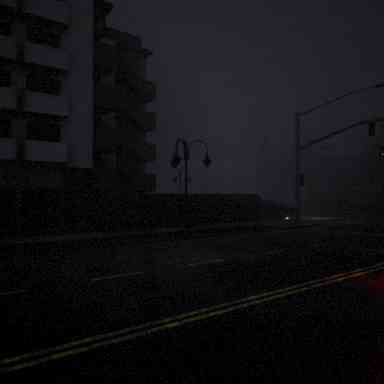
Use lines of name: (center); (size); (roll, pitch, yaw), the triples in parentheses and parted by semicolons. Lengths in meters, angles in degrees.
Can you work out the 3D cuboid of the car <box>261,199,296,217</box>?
car: (7.834, 1.478, 32.203); (1.882, 1.535, 5.008); (0, 0, -38)
